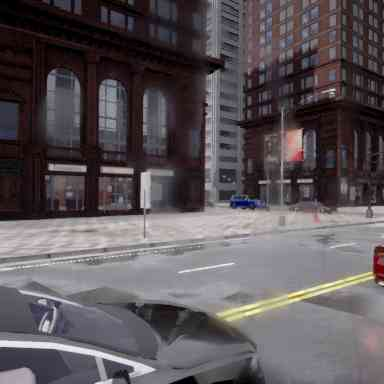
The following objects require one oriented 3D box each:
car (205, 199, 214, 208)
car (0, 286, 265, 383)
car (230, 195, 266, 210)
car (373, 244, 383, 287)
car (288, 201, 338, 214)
[{"bbox_3d":[1.705,1.834,53.600,1.994,1.385,4.181,1,-1,-35],"label":"car"},{"bbox_3d":[-1.558,1.492,2.334,4.902,1.511,2.128,0,0,-35],"label":"car"},{"bbox_3d":[7.523,1.445,45.407,2.150,2.045,5.566,1,-1,-35],"label":"car"},{"bbox_3d":[6.270,1.489,7.905,5.008,1.535,1.882,0,0,-35],"label":"car"},{"bbox_3d":[13.401,1.725,37.129,2.033,1.411,5.357,1,-1,-35],"label":"car"}]
